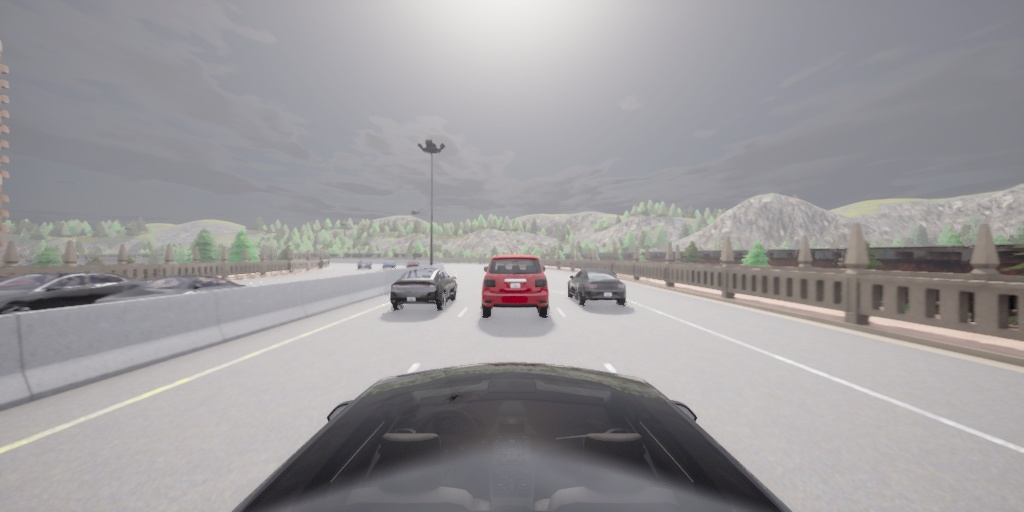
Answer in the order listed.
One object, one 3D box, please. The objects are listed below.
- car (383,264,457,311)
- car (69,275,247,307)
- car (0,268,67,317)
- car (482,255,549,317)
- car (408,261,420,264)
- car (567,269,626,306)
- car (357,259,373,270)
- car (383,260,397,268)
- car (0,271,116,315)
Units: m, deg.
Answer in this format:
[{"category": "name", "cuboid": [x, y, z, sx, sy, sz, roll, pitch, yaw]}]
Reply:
[{"category": "car", "cuboid": [-3.400, 1.249, 14.539, 2.128, 1.511, 4.902, 0, 0, 0]}, {"category": "car", "cuboid": [-10.605, 1.320, 11.538, 1.994, 1.385, 4.181, 0, 0, 0]}, {"category": "car", "cuboid": [-17.602, 1.233, 10.919, 1.882, 1.535, 5.008, 0, 0, 0]}, {"category": "car", "cuboid": [0.102, 0.978, 13.384, 2.150, 2.045, 5.566, 0, 0, 0]}, {"category": "car", "cuboid": [-14.727, 1.381, 53.829, 1.895, 1.301, 4.718, 0, 0, -16]}, {"category": "car", "cuboid": [3.601, 1.284, 15.748, 1.812, 1.442, 4.674, 0, 0, 0]}, {"category": "car", "cuboid": [-22.112, 1.272, 54.024, 2.128, 1.511, 4.902, 0, 0, -18]}, {"category": "car", "cuboid": [-18.743, 1.307, 55.025, 1.812, 1.442, 4.674, 0, 0, -17]}, {"category": "car", "cuboid": [-14.104, 1.247, 11.039, 2.128, 1.511, 4.902, 0, 0, 0]}]
